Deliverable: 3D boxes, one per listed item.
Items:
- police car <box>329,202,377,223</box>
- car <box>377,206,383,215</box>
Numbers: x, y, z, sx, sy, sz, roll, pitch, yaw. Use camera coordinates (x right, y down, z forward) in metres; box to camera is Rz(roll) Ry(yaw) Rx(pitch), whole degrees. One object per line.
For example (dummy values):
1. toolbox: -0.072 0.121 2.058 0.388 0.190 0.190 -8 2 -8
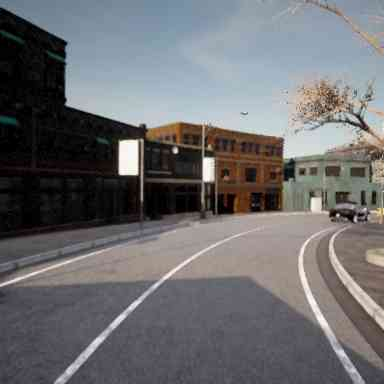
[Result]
1. police car: 13.252 1.650 27.761 5.238 1.638 1.930 1 0 -44
2. car: 20.736 1.839 33.459 5.366 1.575 1.801 1 1 -31
